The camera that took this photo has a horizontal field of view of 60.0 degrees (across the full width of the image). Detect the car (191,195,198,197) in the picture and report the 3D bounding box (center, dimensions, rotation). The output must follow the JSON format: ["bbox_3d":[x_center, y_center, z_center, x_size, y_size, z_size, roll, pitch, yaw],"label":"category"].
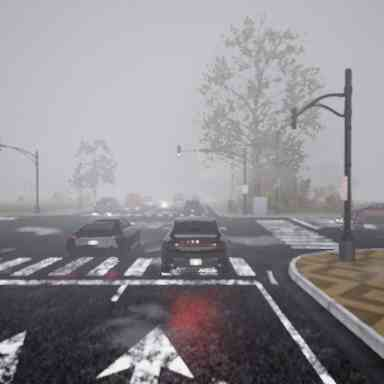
[{"bbox_3d":[0.565,1.519,68.832,1.812,1.442,4.674,0,0,1],"label":"car"}]

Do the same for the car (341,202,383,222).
[{"bbox_3d":[13.541,1.484,24.974,4.181,1.385,1.994,0,1,3],"label":"car"}]

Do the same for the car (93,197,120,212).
[{"bbox_3d":[-9.791,1.364,38.229,2.097,1.767,4.553,0,0,1],"label":"car"}]

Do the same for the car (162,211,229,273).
[{"bbox_3d":[0.090,1.541,10.714,1.837,1.490,4.892,0,-1,0],"label":"car"}]

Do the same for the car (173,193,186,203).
[{"bbox_3d":[-2.690,1.218,68.534,2.150,2.045,5.566,0,0,1],"label":"car"}]

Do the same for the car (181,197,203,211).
[{"bbox_3d":[0.096,1.520,34.052,1.837,1.490,4.892,0,0,1],"label":"car"}]

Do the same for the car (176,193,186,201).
[{"bbox_3d":[-2.515,1.238,78.891,2.097,1.767,4.553,0,0,1],"label":"car"}]

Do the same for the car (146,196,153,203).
[{"bbox_3d":[-9.182,1.496,69.077,1.812,1.442,4.674,0,0,1],"label":"car"}]

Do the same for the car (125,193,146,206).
[{"bbox_3d":[-9.476,1.229,54.560,2.150,2.045,5.566,0,0,1],"label":"car"}]

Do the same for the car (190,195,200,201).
[{"bbox_3d":[0.735,1.408,78.866,2.128,1.511,4.902,0,0,1],"label":"car"}]

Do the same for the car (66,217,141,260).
[{"bbox_3d":[-3.167,1.634,12.647,1.994,1.385,4.181,0,-1,0],"label":"car"}]
